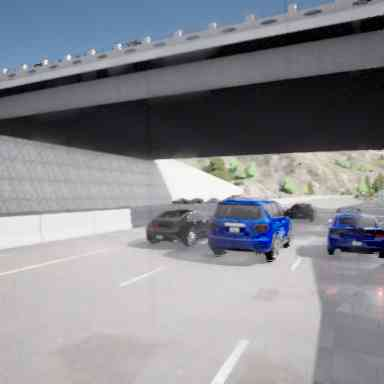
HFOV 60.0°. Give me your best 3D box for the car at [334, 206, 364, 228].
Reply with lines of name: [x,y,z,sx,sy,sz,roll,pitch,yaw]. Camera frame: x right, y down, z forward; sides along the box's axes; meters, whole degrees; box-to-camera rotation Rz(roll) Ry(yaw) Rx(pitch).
car: [12.039,1.813,25.519,1.895,1.301,4.718,1,0,25]

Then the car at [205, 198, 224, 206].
car: [3.976,1.732,58.831,1.812,1.442,4.674,1,0,25]

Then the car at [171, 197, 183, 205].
car: [-2.029,1.691,62.459,2.033,1.411,5.357,1,0,25]

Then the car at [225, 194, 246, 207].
car: [7.783,1.471,58.712,2.150,2.045,5.566,1,0,25]

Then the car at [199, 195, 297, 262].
car: [2.456,1.285,12.835,2.150,2.045,5.566,1,0,25]

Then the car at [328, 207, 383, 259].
car: [6.605,1.591,13.466,1.882,1.535,5.008,1,0,25]

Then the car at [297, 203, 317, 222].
car: [9.614,1.669,28.604,1.882,1.535,5.008,1,0,25]

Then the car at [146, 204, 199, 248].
car: [-0.250,1.542,15.320,1.837,1.490,4.892,1,0,25]

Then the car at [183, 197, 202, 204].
car: [0.780,1.663,60.245,2.128,1.511,4.902,1,0,25]
